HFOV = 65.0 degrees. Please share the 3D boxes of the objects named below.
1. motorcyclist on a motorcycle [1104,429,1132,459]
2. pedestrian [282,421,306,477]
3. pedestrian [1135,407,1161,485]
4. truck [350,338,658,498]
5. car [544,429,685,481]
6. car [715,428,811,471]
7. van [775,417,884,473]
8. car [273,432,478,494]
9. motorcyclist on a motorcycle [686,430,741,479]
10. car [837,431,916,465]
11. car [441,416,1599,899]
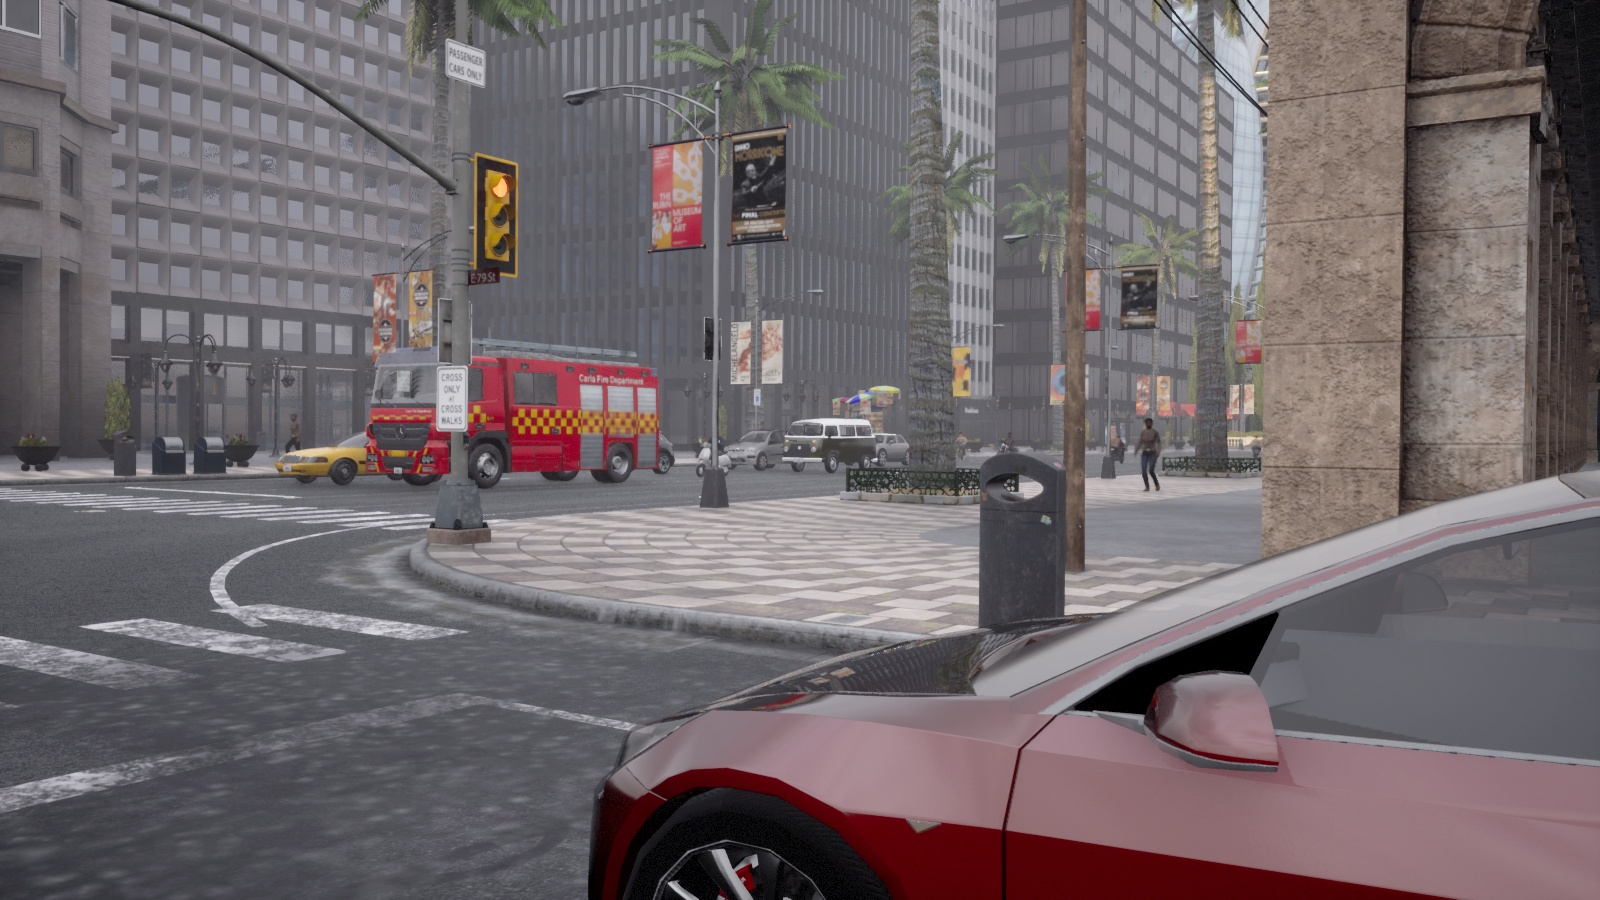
[{"bbox_3d":[16.363,-0.316,64.591,0.797,1.523,2.044,0,1,33],"label":"motorcyclist on a motorcycle"},{"bbox_3d":[-17.068,-0.036,42.353,0.331,1.846,0.634,0,1,31],"label":"pedestrian"},{"bbox_3d":[8.191,-0.089,29.521,0.328,1.805,0.869,0,1,33],"label":"pedestrian"},{"bbox_3d":[-7.730,-0.831,34.274,2.891,3.827,8.468,0,1,33],"label":"truck"},{"bbox_3d":[-6.252,0.133,42.845,2.033,1.649,4.856,0,1,34],"label":"car"},{"bbox_3d":[-1.431,-0.042,50.141,1.851,1.617,3.988,0,1,33],"label":"car"},{"bbox_3d":[1.180,-0.208,47.746,2.069,2.038,4.480,0,1,33],"label":"van"},{"bbox_3d":[-11.593,0.301,34.719,1.801,1.575,5.366,0,1,34],"label":"car"},{"bbox_3d":[-2.858,0.142,41.631,0.866,1.590,1.817,0,1,33],"label":"motorcyclist on a motorcycle"},{"bbox_3d":[3.556,-0.123,57.677,1.970,1.475,3.806,0,1,33],"label":"car"},{"bbox_3d":[1.787,0.681,2.457,4.792,1.488,2.163,0,1,33],"label":"car"}]
